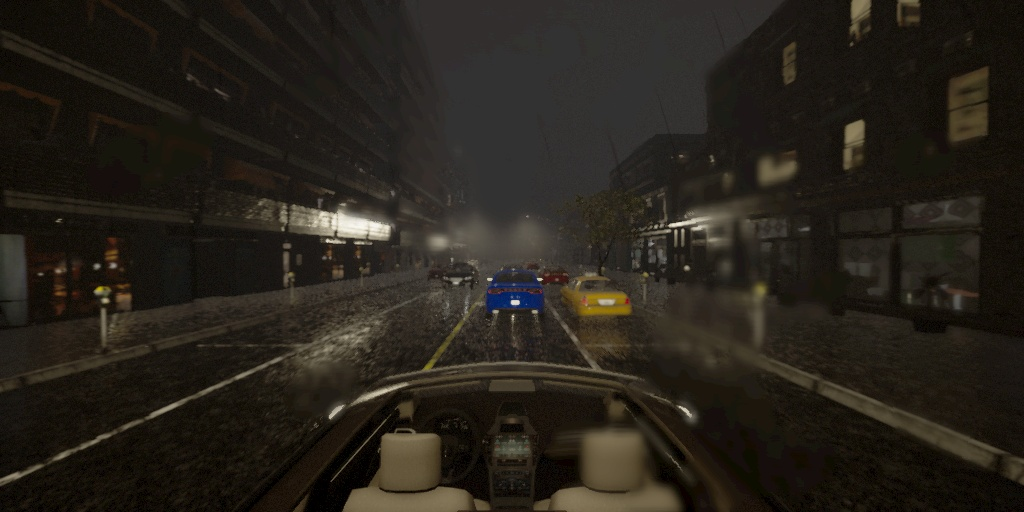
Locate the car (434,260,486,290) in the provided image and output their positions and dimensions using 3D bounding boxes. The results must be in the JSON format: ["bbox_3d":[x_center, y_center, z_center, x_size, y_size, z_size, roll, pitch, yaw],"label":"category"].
[{"bbox_3d":[-3.062,1.224,22.168,2.128,1.511,4.902,0,0,0],"label":"car"}]

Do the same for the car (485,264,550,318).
[{"bbox_3d":[0.099,1.217,12.999,1.882,1.535,5.008,0,0,0],"label":"car"}]

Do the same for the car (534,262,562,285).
[{"bbox_3d":[2.686,1.274,23.647,1.888,1.381,4.507,0,0,0],"label":"car"}]

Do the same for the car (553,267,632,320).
[{"bbox_3d":[2.688,1.265,12.462,1.751,1.417,4.829,0,0,0],"label":"car"}]

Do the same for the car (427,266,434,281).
[{"bbox_3d":[-5.696,1.270,29.352,1.888,1.381,4.507,0,0,0],"label":"car"}]

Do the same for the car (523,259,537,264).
[{"bbox_3d":[2.682,1.292,46.357,1.802,1.307,4.207,0,0,0],"label":"car"}]

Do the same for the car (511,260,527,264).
[{"bbox_3d":[0.095,1.322,32.686,1.895,1.301,4.718,0,0,0],"label":"car"}]
